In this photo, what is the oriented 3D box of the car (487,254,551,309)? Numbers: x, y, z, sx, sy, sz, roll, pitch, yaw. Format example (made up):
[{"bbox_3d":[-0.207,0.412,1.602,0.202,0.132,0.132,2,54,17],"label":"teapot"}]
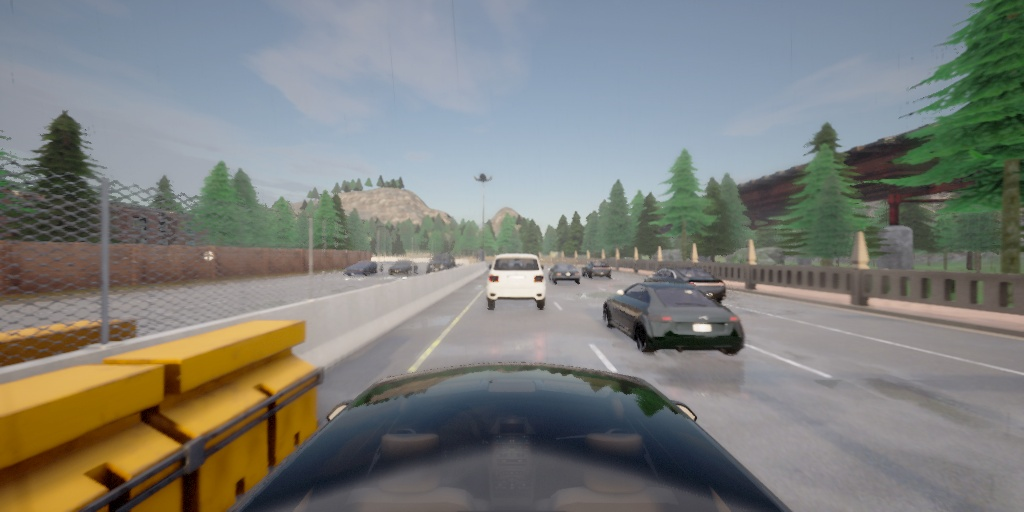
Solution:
[{"bbox_3d":[0.171,0.943,14.957,2.150,2.045,5.566,0,0,1],"label":"car"}]

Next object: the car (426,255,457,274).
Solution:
[{"bbox_3d":[-6.899,0.873,35.725,2.150,2.045,5.566,0,0,0],"label":"car"}]

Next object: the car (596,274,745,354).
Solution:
[{"bbox_3d":[3.606,1.314,8.762,1.994,1.385,4.181,0,0,1],"label":"car"}]

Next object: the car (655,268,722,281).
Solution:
[{"bbox_3d":[7.173,1.241,15.504,2.128,1.511,4.902,0,0,1],"label":"car"}]

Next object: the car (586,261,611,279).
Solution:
[{"bbox_3d":[7.284,1.208,31.342,2.128,1.511,4.902,0,0,0],"label":"car"}]

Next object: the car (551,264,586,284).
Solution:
[{"bbox_3d":[3.741,1.261,26.256,2.033,1.411,5.357,0,0,1],"label":"car"}]

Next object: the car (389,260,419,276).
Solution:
[{"bbox_3d":[-10.412,1.144,34.825,1.837,1.490,4.892,0,0,0],"label":"car"}]

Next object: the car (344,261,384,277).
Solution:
[{"bbox_3d":[-13.895,1.174,34.026,2.033,1.411,5.357,0,0,0],"label":"car"}]
